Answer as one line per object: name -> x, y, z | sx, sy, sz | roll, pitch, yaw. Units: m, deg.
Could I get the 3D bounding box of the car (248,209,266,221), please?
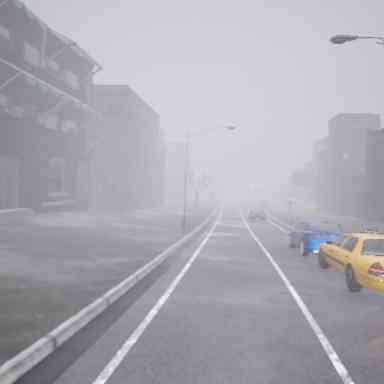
car -> 7.863, 2.761, 40.411 | 1.895, 1.301, 4.718 | 2, 1, 7

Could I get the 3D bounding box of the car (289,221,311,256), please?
car -> 5.873, 2.091, 15.728 | 1.882, 1.535, 5.008 | 2, -2, 7

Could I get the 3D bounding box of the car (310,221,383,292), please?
car -> 5.190, 1.873, 9.924 | 1.801, 1.575, 5.366 | 3, -1, 7
